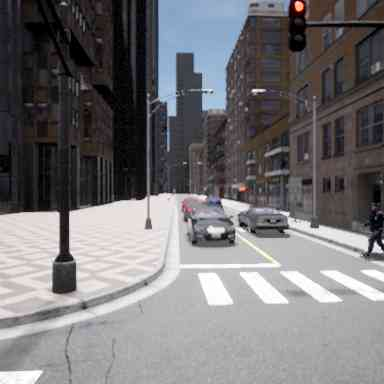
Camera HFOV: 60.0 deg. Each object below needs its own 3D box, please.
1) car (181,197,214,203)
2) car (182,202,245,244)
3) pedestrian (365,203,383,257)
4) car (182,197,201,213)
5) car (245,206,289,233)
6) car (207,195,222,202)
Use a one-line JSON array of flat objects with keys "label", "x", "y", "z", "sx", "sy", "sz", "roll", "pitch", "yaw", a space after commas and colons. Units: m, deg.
[{"label": "car", "x": 0.327, "y": 1.408, "z": 25.903, "sx": 1.882, "sy": 1.535, "sz": 5.008, "roll": 0, "pitch": 0, "yaw": -3}, {"label": "car", "x": 0.783, "y": 1.447, "z": 15.617, "sx": 2.128, "sy": 1.511, "sz": 4.902, "roll": 0, "pitch": 0, "yaw": -4}, {"label": "pedestrian", "x": 5.929, "y": 1.216, "z": 10.707, "sx": 0.375, "sy": 1.860, "sz": 0.375, "roll": 0, "pitch": 0, "yaw": -3}, {"label": "car", "x": -0.132, "y": 1.380, "z": 36.246, "sx": 1.882, "sy": 1.535, "sz": 5.008, "roll": 0, "pitch": 0, "yaw": -2}, {"label": "car", "x": 3.894, "y": 1.489, "z": 19.017, "sx": 2.033, "sy": 1.411, "sz": 5.357, "roll": 0, "pitch": 0, "yaw": -3}, {"label": "car", "x": 2.709, "y": 1.220, "z": 44.036, "sx": 2.097, "sy": 1.767, "sz": 4.553, "roll": 0, "pitch": 0, "yaw": -2}]
